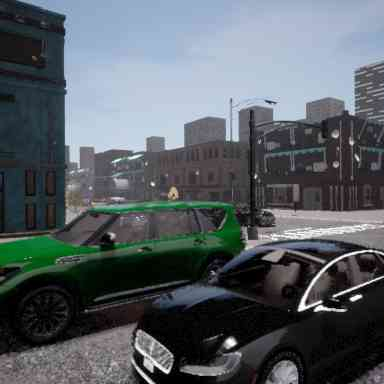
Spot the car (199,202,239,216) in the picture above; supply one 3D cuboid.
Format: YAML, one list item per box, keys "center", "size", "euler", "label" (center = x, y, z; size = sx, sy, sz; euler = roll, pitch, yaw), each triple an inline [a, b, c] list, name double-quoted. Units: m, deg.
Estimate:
- center: [2.855, 1.809, 36.405]
  size: [2.008, 1.369, 4.403]
  euler: [-2, 0, -36]
  label: "car"

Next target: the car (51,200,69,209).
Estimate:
- center: [-23.166, 2.232, 58.421]
  size: [1.752, 1.417, 4.829]
  euler: [-1, 0, -36]
  label: "car"

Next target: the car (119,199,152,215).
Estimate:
- center: [-6.855, 1.766, 40.053]
  size: [2.097, 1.767, 4.553]
  euler: [-1, 0, -35]
  label: "car"

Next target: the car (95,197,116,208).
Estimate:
- center: [-16.451, 1.939, 63.431]
  size: [2.192, 1.841, 5.009]
  euler: [-1, 0, -36]
  label: "car"

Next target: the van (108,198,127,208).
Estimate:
- center: [-13.234, 1.906, 58.927]
  size: [1.690, 1.788, 3.998]
  euler: [-1, 0, -36]
  label: "van"

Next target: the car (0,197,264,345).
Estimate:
- center: [-1.324, 1.222, 6.739]
  size: [5.566, 2.045, 2.150]
  euler: [0, 0, -36]
  label: "car"

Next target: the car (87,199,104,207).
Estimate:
- center: [-19.663, 2.227, 67.936]
  size: [1.887, 1.381, 4.507]
  euler: [-1, 0, -36]
  label: "car"

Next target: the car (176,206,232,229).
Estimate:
- center: [0.785, 1.814, 24.674]
  size: [1.947, 1.339, 4.313]
  euler: [-2, 0, -36]
  label: "car"

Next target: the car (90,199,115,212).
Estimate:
- center: [-13.314, 1.889, 49.177]
  size: [2.097, 1.767, 4.553]
  euler: [-1, 0, -35]
  label: "car"

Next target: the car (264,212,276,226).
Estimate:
- center: [4.006, 1.705, 24.788]
  size: [1.837, 1.490, 4.892]
  euler: [-1, 0, -34]
  label: "car"

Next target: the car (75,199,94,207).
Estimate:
- center: [-21.310, 2.191, 65.805]
  size: [2.128, 1.511, 4.902]
  euler: [-1, 0, -36]
  label: "car"

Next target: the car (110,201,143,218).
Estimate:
- center: [-7.183, 1.846, 36.037]
  size: [1.967, 1.590, 4.097]
  euler: [-1, 0, -36]
  label: "car"

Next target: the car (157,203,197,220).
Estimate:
- center: [-1.562, 1.875, 32.653]
  size: [1.994, 1.385, 4.181]
  euler: [-1, 0, -35]
  label: "car"

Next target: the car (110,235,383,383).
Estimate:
- center: [1.535, 1.504, 4.789]
  size: [4.892, 1.490, 1.837]
  euler: [0, 0, -36]
  label: "car"
